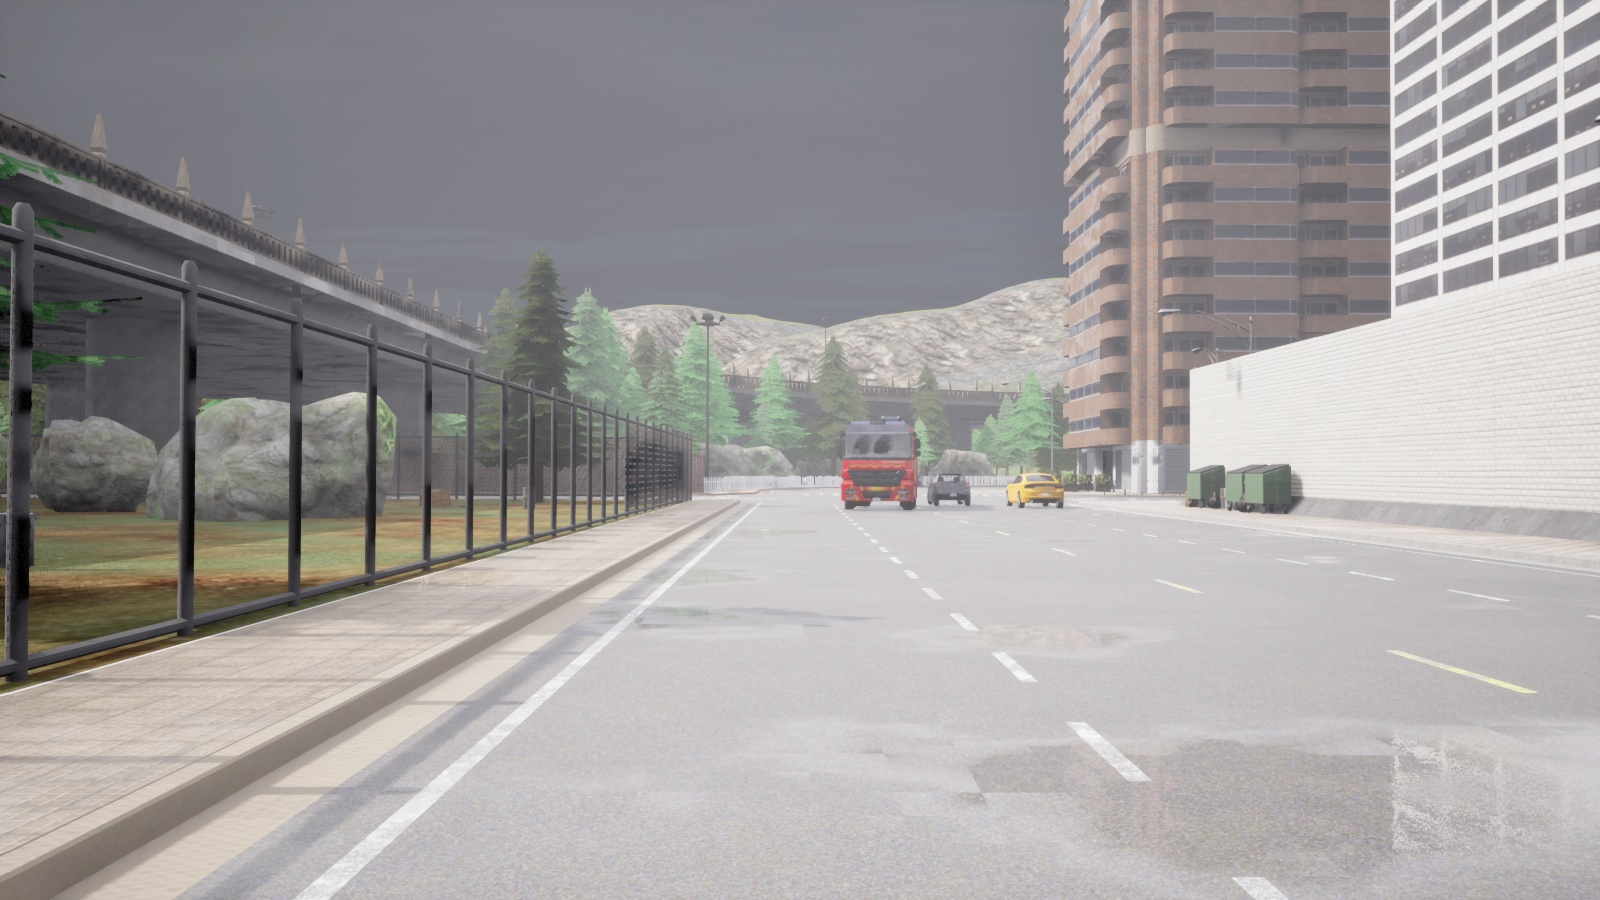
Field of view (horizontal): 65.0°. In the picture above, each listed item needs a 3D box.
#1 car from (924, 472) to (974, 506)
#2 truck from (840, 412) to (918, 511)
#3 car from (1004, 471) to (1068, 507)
[{"bbox_3d":[6.838,1.773,57.964,1.845,1.501,3.633,0,-1,0],"label":"car"},{"bbox_3d":[3.452,0.522,52.923,2.891,3.827,8.468,0,-1,6],"label":"truck"},{"bbox_3d":[10.344,1.679,55.419,1.882,1.535,5.008,0,-1,0],"label":"car"}]
